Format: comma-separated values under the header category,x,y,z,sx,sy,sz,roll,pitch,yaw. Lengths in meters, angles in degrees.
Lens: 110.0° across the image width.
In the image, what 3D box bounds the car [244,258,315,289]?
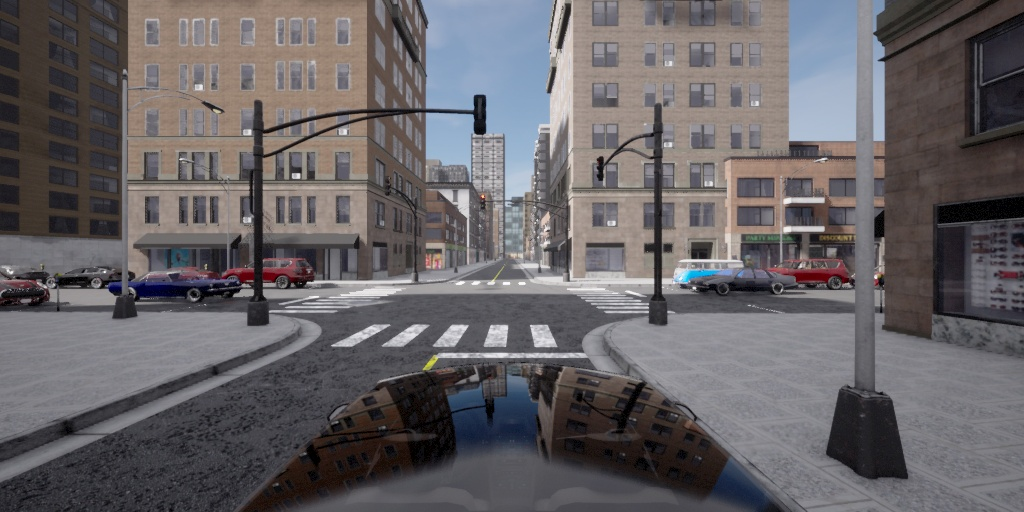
category,x,y,z,sx,sy,sz,roll,pitch,yaw
car,-14.913,1.058,22.134,5.009,1.841,2.192,0,0,0

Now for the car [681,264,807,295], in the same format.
category,x,y,z,sx,sy,sz,roll,pitch,yaw
car,12.342,1.315,19.280,5.357,1.411,2.033,0,0,-5

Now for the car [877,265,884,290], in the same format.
category,x,y,z,sx,sy,sz,roll,pitch,yaw
car,23.061,1.282,19.162,4.892,1.490,1.837,0,0,0

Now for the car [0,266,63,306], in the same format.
category,x,y,z,sx,sy,sz,roll,pitch,yaw
car,-20.459,1.179,13.639,4.097,1.591,1.967,0,0,0

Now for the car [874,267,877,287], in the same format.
category,x,y,z,sx,sy,sz,roll,pitch,yaw
car,23.226,1.216,21.920,4.097,1.591,1.967,0,0,0

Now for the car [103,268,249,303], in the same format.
category,x,y,z,sx,sy,sz,roll,pitch,yaw
car,-15.003,1.345,16.192,4.718,1.301,1.895,0,0,3

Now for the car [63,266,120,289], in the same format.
category,x,y,z,sx,sy,sz,roll,pitch,yaw
car,-25.960,1.299,22.196,4.313,1.339,1.948,0,0,0

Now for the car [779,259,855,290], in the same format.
category,x,y,z,sx,sy,sz,roll,pitch,yaw
car,17.631,1.087,21.952,5.009,1.841,2.192,0,0,0

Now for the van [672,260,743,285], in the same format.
category,x,y,z,sx,sy,sz,roll,pitch,yaw
van,12.034,1.108,21.983,3.998,1.789,1.690,0,0,0
